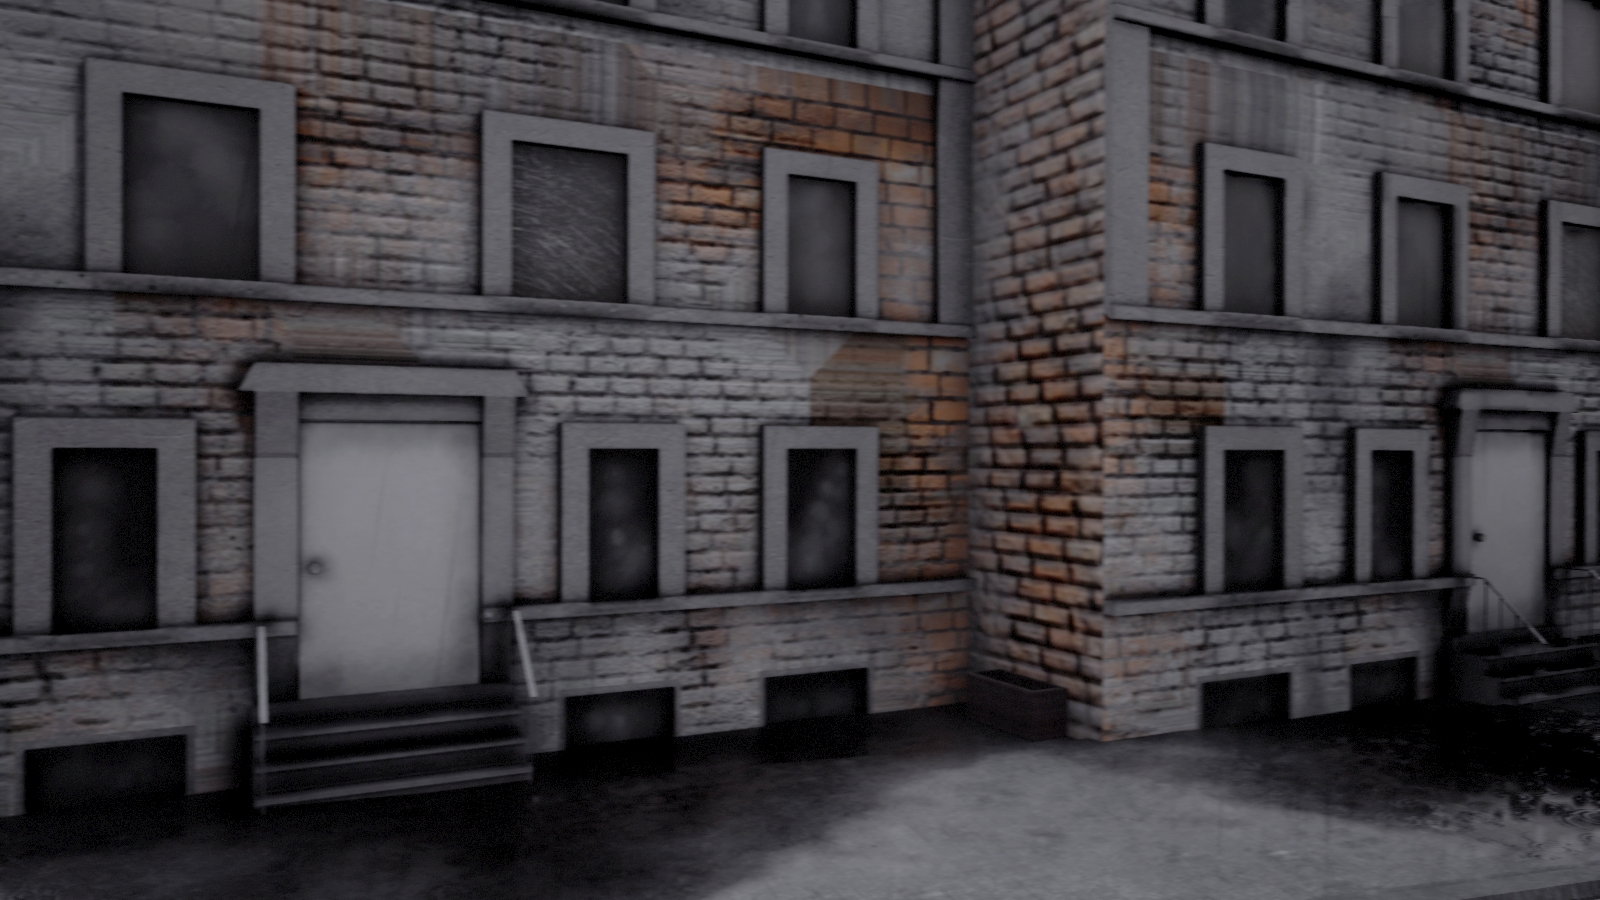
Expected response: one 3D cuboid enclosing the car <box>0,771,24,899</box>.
[{"bbox_3d":[-4.258,1.802,1.615,5.006,1.535,2.097,0,0,-27],"label":"car"}]
